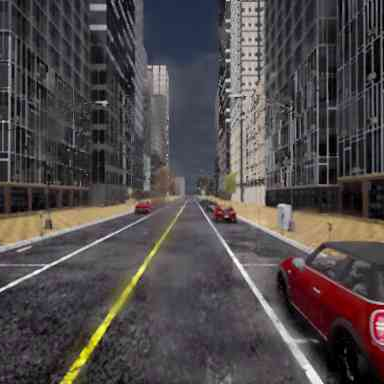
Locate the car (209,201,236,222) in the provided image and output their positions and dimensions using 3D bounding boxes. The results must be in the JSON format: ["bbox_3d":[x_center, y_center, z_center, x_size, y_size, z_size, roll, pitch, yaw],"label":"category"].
[{"bbox_3d":[2.681,1.767,28.072,1.887,1.381,4.507,0,0,0],"label":"car"}]

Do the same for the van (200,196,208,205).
[{"bbox_3d":[2.665,1.874,73.611,1.690,1.788,3.998,0,0,0],"label":"van"}]

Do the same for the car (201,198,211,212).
[{"bbox_3d":[2.675,1.909,45.148,1.947,1.339,4.313,0,0,0],"label":"car"}]

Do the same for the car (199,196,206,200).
[{"bbox_3d":[2.667,2.062,67.916,1.947,1.339,4.313,0,0,0],"label":"car"}]

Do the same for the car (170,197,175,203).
[{"bbox_3d":[-5.722,2.160,90.522,1.752,1.417,4.829,0,0,0],"label":"car"}]

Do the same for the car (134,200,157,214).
[{"bbox_3d":[-5.704,1.847,39.459,1.887,1.381,4.507,0,0,0],"label":"car"}]

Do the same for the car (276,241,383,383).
[{"bbox_3d":[2.689,1.485,5.303,1.967,1.590,4.097,0,0,0],"label":"car"}]

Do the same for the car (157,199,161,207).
[{"bbox_3d":[-5.706,1.924,45.152,1.802,1.307,4.206,0,0,0],"label":"car"}]

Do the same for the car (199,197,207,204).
[{"bbox_3d":[2.671,1.987,56.532,1.947,1.339,4.313,0,0,0],"label":"car"}]

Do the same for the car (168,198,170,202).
[{"bbox_3d":[-5.712,2.024,62.229,1.947,1.339,4.313,0,0,0],"label":"car"}]

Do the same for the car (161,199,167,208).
[{"bbox_3d":[-5.710,1.965,56.537,1.887,1.381,4.507,0,0,0],"label":"car"}]

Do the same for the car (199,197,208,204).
[{"bbox_3d":[2.663,2.009,79.302,1.967,1.590,4.097,0,0,0],"label":"car"}]
